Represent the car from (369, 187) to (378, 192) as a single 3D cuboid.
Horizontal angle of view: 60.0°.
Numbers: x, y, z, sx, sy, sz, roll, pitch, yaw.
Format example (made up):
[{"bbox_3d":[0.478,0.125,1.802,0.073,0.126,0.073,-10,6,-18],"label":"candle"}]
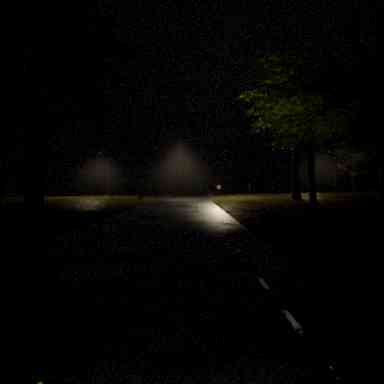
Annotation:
[{"bbox_3d":[45.743,-0.580,81.441,4.181,1.385,1.994,-1,-2,-1],"label":"car"}]
